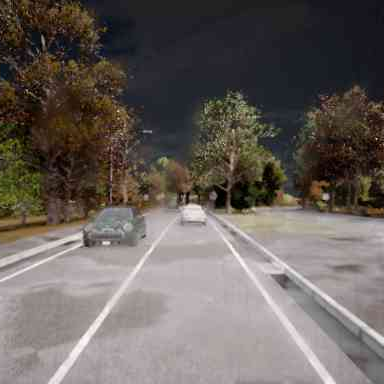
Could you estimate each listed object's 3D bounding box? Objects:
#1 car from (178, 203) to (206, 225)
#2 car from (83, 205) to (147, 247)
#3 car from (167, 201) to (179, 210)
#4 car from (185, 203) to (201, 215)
[{"bbox_3d":[0.099,1.764,25.791,1.812,1.442,4.674,0,-1,0],"label":"car"},{"bbox_3d":[-3.349,1.429,15.233,2.097,1.767,4.553,0,-1,0],"label":"car"},{"bbox_3d":[-3.285,2.340,57.888,1.837,1.490,4.892,1,-2,1],"label":"car"},{"bbox_3d":[0.099,2.153,43.004,1.882,1.535,5.008,0,-2,0],"label":"car"}]
